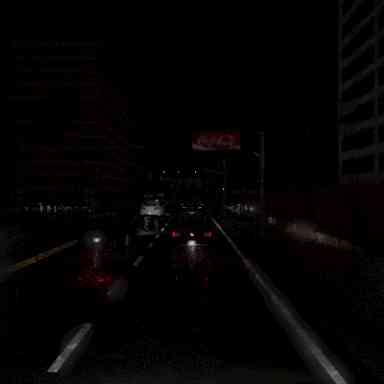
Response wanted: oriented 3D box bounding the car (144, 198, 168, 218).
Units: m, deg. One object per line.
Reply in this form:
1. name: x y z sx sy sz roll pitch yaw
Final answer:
1. car: -3.500 1.531 29.650 1.812 1.442 4.674 0 0 0

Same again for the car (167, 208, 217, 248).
1. car: 0.000 1.614 14.680 1.895 1.301 4.718 0 0 0

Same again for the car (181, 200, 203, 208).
1. car: 0.000 1.493 29.650 2.128 1.511 4.902 0 0 0

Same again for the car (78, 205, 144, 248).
1. car: -3.500 1.514 14.650 1.837 1.490 4.892 0 0 0
